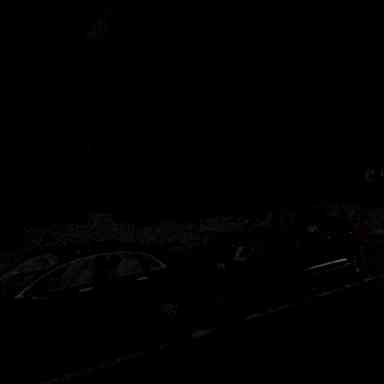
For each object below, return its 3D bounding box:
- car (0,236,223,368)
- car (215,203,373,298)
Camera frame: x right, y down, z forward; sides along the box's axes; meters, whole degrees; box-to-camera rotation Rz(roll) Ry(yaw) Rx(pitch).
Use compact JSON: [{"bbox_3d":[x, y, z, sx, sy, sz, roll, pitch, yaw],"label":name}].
[{"bbox_3d":[-1.890,1.536,5.300,4.403,1.369,2.008,-1,1,-36],"label":"car"},{"bbox_3d":[2.670,1.244,8.561,5.009,1.841,2.192,-1,1,-36],"label":"car"}]
